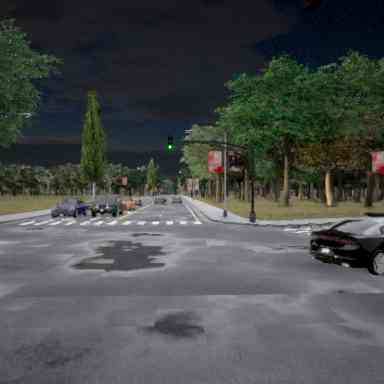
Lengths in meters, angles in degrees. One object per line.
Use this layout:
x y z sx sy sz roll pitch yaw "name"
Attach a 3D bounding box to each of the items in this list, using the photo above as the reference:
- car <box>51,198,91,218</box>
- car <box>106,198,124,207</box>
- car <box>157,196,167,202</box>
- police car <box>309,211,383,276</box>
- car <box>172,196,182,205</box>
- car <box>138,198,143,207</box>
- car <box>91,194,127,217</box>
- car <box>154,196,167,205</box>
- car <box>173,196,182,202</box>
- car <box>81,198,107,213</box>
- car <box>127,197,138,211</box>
-11.188 1.380 30.574 2.097 1.767 4.553 0 0 -2 "car"
-12.127 1.661 52.436 1.895 1.301 4.718 0 0 -2 "car"
-6.452 1.540 72.419 1.895 1.301 4.718 0 0 -3 "car"
6.071 1.459 10.441 5.238 1.638 1.930 0 0 -25 "police car"
-2.745 1.578 62.125 2.128 1.511 4.902 0 0 -3 "car"
-8.856 1.587 52.102 1.812 1.442 4.674 0 0 -2 "car"
-7.986 1.253 31.821 2.150 2.045 5.566 0 0 -2 "car"
-5.992 1.576 61.982 2.128 1.511 4.902 0 0 -3 "car"
-3.205 1.542 72.563 1.895 1.301 4.718 0 0 -3 "car"
-11.580 1.544 39.521 1.837 1.490 4.892 0 0 -2 "car"
-8.407 1.396 41.485 2.097 1.767 4.553 0 0 -2 "car"
